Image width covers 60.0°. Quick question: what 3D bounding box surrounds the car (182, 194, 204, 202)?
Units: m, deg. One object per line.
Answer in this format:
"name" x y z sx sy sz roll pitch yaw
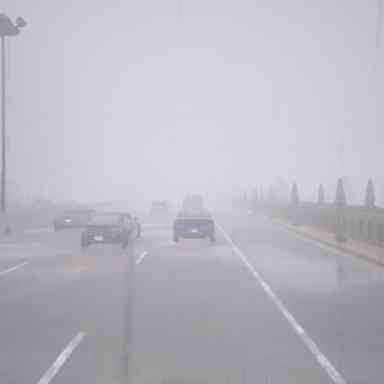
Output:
"car" 0.100 1.257 35.874 2.150 2.045 5.566 0 0 0

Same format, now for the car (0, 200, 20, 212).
"car" -21.086 1.609 38.466 1.994 1.385 4.181 0 0 0

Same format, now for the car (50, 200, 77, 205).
"car" -14.089 1.607 37.995 1.994 1.385 4.181 0 0 0

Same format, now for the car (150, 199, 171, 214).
"car" -3.400 1.529 36.380 2.128 1.511 4.902 0 0 0

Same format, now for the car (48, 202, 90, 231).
"car" -6.900 1.574 20.568 1.994 1.385 4.181 0 0 0

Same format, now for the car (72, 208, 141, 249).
"car" -3.414 1.531 14.517 1.812 1.442 4.674 0 0 0

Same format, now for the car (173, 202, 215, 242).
"car" 0.098 1.483 16.554 1.882 1.535 5.008 0 0 0

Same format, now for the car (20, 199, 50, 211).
"car" -17.587 1.550 38.679 1.837 1.490 4.892 0 0 0
